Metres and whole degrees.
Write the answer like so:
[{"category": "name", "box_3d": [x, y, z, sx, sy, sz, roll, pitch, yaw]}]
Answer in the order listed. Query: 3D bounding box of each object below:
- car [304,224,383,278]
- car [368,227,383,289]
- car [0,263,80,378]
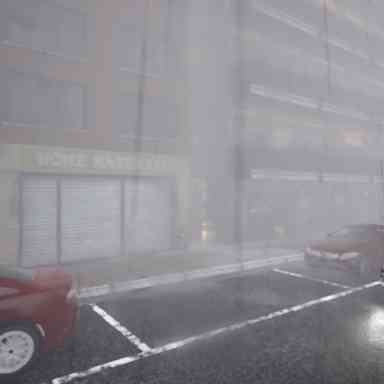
[{"category": "car", "box_3d": [5.293, 1.665, 10.344, 4.206, 1.307, 1.802, 1, -1, -35]}, {"category": "car", "box_3d": [6.338, 1.604, 7.898, 4.674, 1.442, 1.812, 1, 0, -36]}, {"category": "car", "box_3d": [-3.700, 1.537, 3.930, 4.507, 1.381, 1.887, 1, -1, -35]}]
